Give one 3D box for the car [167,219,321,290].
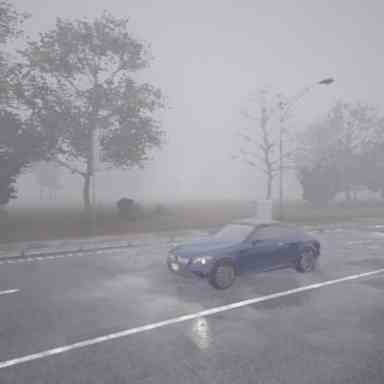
[{"bbox_3d":[1.569,1.495,9.083,4.674,1.442,1.812,0,0,-32],"label":"car"}]
